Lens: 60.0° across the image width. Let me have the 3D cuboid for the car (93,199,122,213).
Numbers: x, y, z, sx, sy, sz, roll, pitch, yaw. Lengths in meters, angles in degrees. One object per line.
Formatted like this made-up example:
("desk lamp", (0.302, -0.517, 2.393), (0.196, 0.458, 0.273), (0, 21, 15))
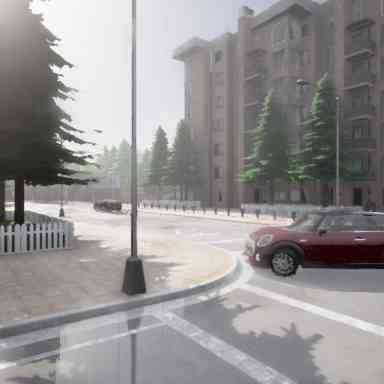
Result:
("car", (-9.685, 1.507, 37.918), (1.882, 1.535, 5.008), (0, 0, -36))

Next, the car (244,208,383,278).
("car", (3.848, 1.323, 9.656), (4.553, 1.767, 2.097), (0, -1, 1))
